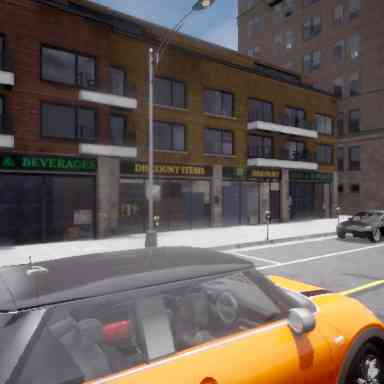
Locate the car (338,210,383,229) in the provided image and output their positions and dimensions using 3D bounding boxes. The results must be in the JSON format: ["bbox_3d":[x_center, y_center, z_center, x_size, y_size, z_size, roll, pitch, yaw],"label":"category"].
[{"bbox_3d":[8.836,1.567,16.200,4.313,1.339,1.947,0,0,-35],"label":"car"}]

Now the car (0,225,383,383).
[{"bbox_3d":[-0.027,1.351,3.260,4.553,1.767,2.097,0,0,-36],"label":"car"}]
